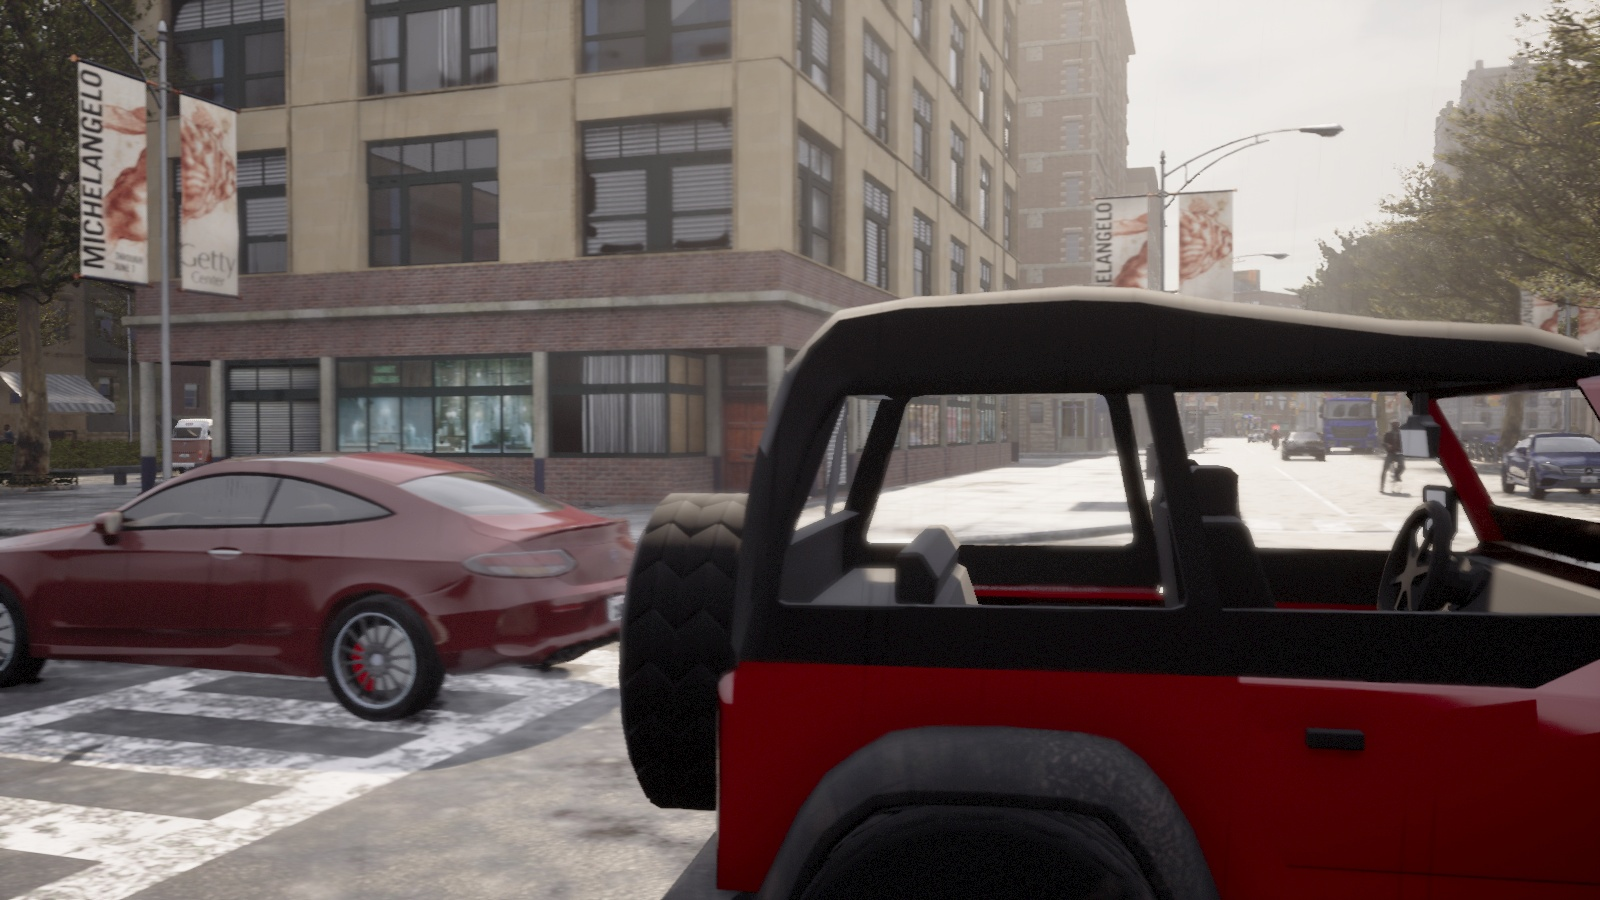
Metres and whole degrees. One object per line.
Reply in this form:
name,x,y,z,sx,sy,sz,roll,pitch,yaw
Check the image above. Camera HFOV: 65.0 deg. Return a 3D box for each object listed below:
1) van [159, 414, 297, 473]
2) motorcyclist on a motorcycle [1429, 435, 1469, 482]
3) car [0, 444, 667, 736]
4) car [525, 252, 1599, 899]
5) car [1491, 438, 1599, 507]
van,-20.711,-0.260,45.708,2.069,2.038,4.480,1,1,18
motorcyclist on a motorcycle,21.835,0.266,42.301,0.866,1.530,2.191,1,1,18
car,-3.366,0.711,8.019,4.674,1.442,1.812,1,1,19
car,1.513,0.578,3.147,3.866,1.878,1.905,0,1,10
car,17.351,0.456,28.800,1.812,1.442,4.674,1,1,18
